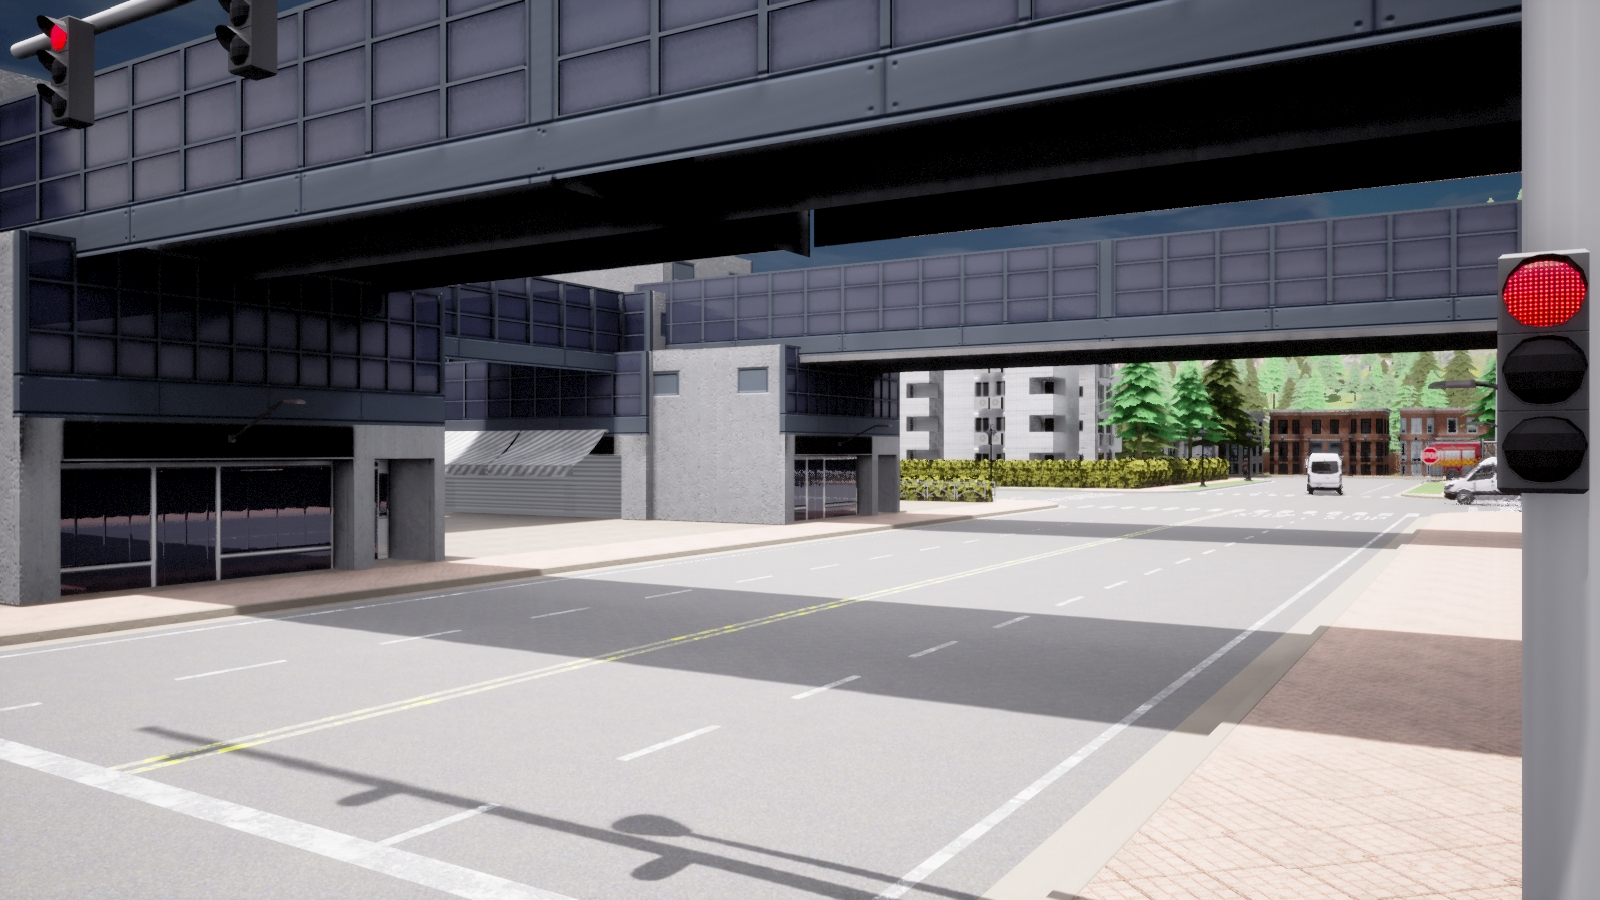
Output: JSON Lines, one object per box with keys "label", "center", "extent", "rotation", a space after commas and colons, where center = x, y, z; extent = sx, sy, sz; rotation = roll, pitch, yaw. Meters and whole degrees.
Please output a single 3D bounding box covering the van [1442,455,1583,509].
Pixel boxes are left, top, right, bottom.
{"label": "van", "center": [35.682, 1.535, 57.351], "extent": [5.915, 2.561, 1.988], "rotation": [0, 0, 32]}
